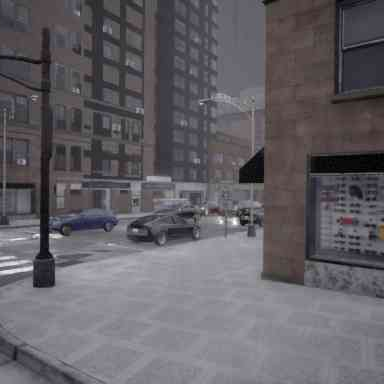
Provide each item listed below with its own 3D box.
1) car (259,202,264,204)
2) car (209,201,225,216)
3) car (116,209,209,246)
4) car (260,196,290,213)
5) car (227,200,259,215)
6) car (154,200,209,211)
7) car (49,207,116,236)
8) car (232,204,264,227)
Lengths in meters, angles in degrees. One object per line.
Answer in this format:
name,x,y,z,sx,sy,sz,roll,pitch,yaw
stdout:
car,7.801,1.823,43.560,1.752,1.417,4.829,0,0,36
car,1.460,1.645,34.790,1.967,1.590,4.097,0,0,36
car,-1.296,1.764,16.431,1.947,1.339,4.313,0,0,36
car,10.948,1.573,43.462,2.150,2.045,5.566,1,0,33
car,4.815,1.613,35.018,2.097,1.767,4.553,1,0,36
car,-1.057,1.671,26.916,2.128,1.511,4.902,1,0,36
car,-6.431,1.634,19.483,1.812,1.442,4.674,1,0,38
car,5.146,1.850,25.340,1.947,1.339,4.313,0,0,36
